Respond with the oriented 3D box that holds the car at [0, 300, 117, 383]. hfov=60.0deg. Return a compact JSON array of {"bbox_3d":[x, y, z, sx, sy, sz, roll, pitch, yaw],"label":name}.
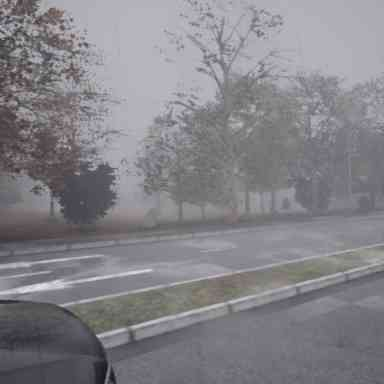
[{"bbox_3d":[-2.913,1.221,1.039,5.566,2.045,2.150,0,0,-35],"label":"car"}]
